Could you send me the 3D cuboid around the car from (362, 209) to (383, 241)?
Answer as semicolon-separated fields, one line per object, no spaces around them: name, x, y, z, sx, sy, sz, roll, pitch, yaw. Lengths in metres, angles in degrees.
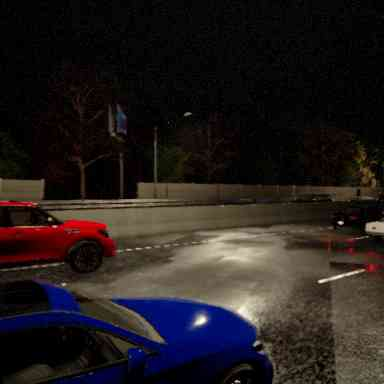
car;10.034;1.591;15.199;4.718;1.301;1.895;0;0;-36

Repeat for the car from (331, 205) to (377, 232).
car;9.991;1.516;19.472;4.674;1.442;1.812;0;0;-35

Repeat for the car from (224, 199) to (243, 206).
car;6.363;1.593;42.908;4.718;1.301;1.895;0;0;-35

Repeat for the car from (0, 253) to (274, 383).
car;-1.360;1.525;2.776;4.674;1.442;1.812;0;0;-36

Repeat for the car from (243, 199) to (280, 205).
car;9.173;1.541;40.610;5.357;1.411;2.033;0;0;-35

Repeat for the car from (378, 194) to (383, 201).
car;39.413;1.190;66.375;5.566;2.045;2.150;0;0;-36

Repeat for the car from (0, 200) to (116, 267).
car;-4.892;1.220;8.853;5.566;2.045;2.150;0;0;-36

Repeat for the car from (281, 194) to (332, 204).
car;12.112;1.213;34.117;5.566;2.045;2.150;0;0;-35
